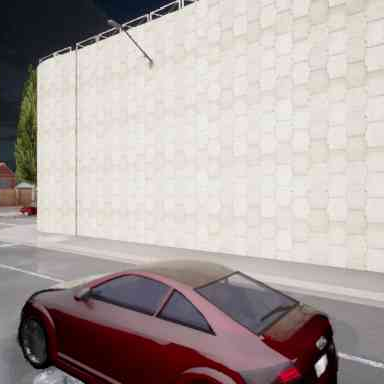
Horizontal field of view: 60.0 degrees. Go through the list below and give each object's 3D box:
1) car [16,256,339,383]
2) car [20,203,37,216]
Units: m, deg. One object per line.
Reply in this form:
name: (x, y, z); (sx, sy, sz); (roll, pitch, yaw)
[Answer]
car: (-0.411, 1.564, 4.273); (4.181, 1.385, 1.994); (0, 0, 36)
car: (-13.511, 1.601, 31.549); (1.895, 1.301, 4.718); (0, 0, 36)
